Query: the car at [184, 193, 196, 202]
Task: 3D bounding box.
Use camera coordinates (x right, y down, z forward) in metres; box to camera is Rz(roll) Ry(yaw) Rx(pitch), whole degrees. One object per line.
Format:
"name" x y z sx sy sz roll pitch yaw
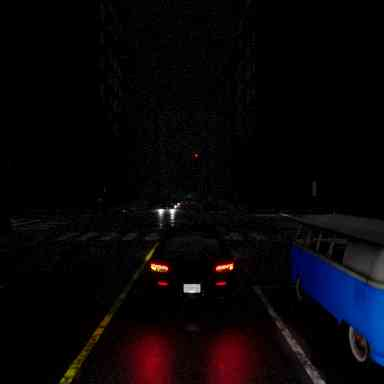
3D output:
"car" -0.600 1.561 74.209 1.895 1.301 4.718 0 0 -1

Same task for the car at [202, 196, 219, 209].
"car" 2.655 1.516 44.822 1.752 1.417 4.829 0 0 -1

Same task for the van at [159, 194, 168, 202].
"van" -6.241 1.312 72.164 1.690 1.788 3.998 0 0 -1

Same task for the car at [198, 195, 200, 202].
"car" 2.508 1.535 55.703 2.008 1.369 4.403 0 0 -1

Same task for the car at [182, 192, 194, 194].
"car" -0.734 1.076 84.209 2.150 2.045 5.566 0 0 -1

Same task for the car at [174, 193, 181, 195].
"car" -3.534 1.499 69.313 1.812 1.442 4.674 0 0 -1

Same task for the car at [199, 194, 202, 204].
"car" 2.582 1.428 50.177 1.967 1.590 4.097 0 0 -1

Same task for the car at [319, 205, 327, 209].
"car" 14.424 1.583 32.096 4.718 1.301 1.895 0 0 2

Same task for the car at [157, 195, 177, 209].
"car" -3.309 1.495 45.061 1.837 1.490 4.892 0 0 -2

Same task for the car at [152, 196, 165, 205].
"car" -6.092 1.531 61.114 2.008 1.369 4.403 0 0 -1

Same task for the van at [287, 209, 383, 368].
"van" 2.855 1.341 5.463 1.690 1.788 3.998 0 0 0

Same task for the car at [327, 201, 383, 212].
"car" 14.609 1.517 28.845 4.674 1.442 1.812 0 0 -3

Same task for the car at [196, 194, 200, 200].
"car" 2.358 1.520 66.755 1.887 1.381 4.507 0 0 -1

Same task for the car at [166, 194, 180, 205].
"car" -3.438 1.548 56.503 1.994 1.385 4.181 0 0 0

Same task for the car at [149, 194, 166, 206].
"car" -6.017 1.299 55.588 2.192 1.841 5.009 0 0 -1

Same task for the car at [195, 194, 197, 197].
"car" 2.284 1.521 72.279 2.008 1.369 4.403 0 0 -1

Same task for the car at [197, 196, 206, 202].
"car" 2.209 1.546 77.805 1.802 1.307 4.206 0 0 -1

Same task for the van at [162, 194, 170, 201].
"van" -6.388 1.299 83.214 1.690 1.788 3.998 0 0 -1

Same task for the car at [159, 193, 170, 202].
"car" -6.316 1.279 77.690 2.192 1.841 5.009 0 0 -1

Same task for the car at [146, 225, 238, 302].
"car" 0.001 1.525 8.141 1.812 1.442 4.674 0 0 0
